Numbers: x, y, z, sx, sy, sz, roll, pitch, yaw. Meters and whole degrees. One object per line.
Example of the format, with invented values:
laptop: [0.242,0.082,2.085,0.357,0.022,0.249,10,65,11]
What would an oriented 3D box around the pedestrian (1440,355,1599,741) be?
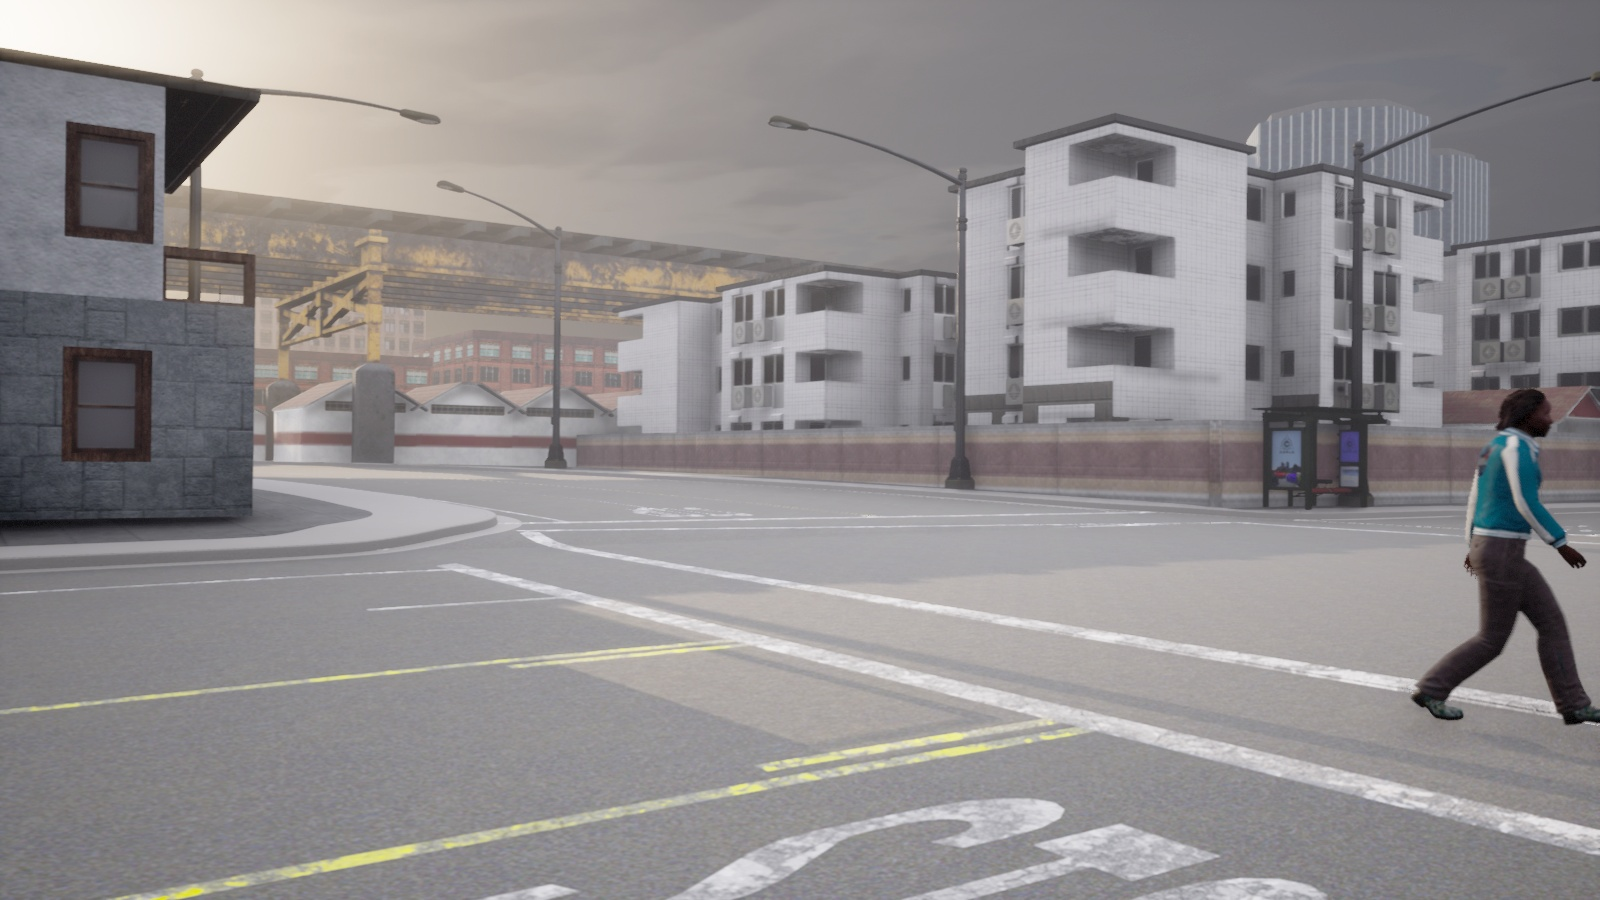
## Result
pedestrian: [3.762,0.491,6.585,0.692,1.930,0.396,0,0,22]
